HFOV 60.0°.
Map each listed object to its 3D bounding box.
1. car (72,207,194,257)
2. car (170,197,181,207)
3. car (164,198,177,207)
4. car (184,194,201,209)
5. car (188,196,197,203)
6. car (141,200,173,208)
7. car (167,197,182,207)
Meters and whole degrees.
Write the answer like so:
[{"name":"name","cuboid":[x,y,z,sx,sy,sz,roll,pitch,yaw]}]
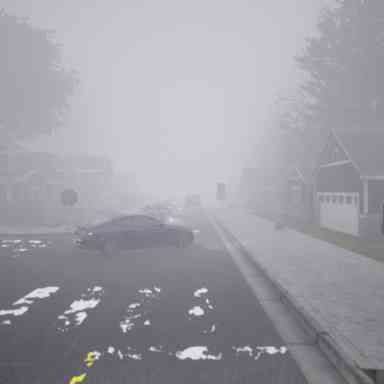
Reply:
[{"name":"car","cuboid":[-2.129,1.512,12.720,4.674,1.442,1.812,1,1,-33]},{"name":"car","cuboid":[-2.820,1.485,42.468,1.882,1.535,5.008,0,0,0]},{"name":"car","cuboid":[-2.824,1.603,33.305,1.895,1.301,4.718,0,0,0]},{"name":"car","cuboid":[0.133,1.233,46.934,2.150,2.045,5.566,0,0,0]},{"name":"car","cuboid":[0.149,1.539,69.269,1.882,1.535,5.008,0,0,0]},{"name":"car","cuboid":[-2.839,1.565,24.447,1.994,1.385,4.181,0,0,3]},{"name":"car","cuboid":[-2.774,1.513,53.209,2.128,1.511,4.902,0,0,0]}]
